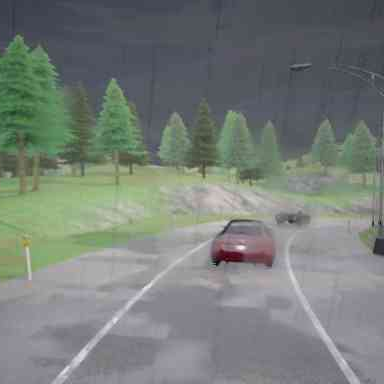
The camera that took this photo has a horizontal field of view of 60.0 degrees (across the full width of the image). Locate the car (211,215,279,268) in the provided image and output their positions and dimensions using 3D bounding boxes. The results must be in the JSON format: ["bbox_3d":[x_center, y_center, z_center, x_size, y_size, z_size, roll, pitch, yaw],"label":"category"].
[{"bbox_3d":[1.926,1.647,11.806,1.994,1.385,4.181,1,0,13],"label":"car"}]

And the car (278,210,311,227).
[{"bbox_3d":[8.502,2.117,27.590,1.895,1.301,4.718,3,-1,32],"label":"car"}]
